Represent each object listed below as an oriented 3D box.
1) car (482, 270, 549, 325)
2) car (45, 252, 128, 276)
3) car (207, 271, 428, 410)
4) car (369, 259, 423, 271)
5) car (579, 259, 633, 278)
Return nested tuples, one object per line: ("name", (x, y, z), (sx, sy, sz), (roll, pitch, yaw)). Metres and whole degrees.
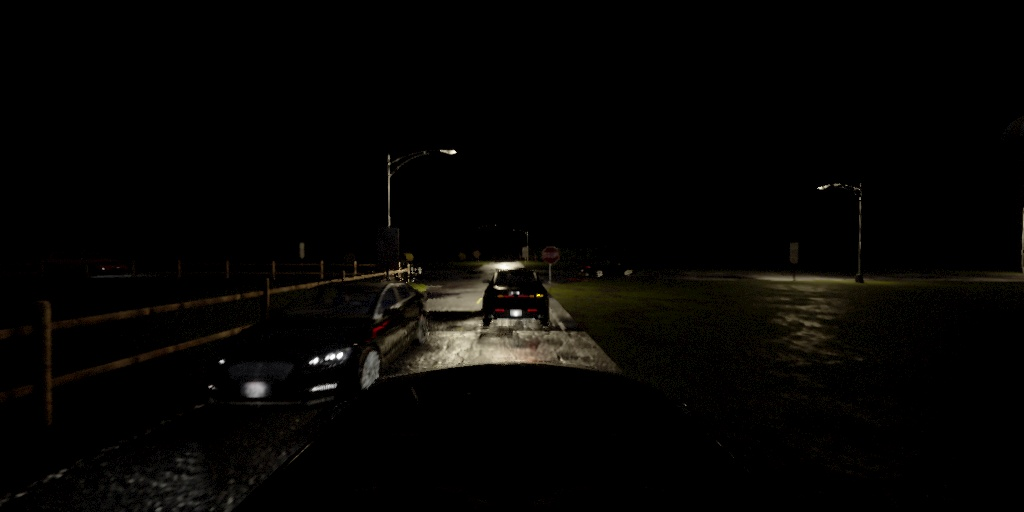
("car", (0.101, 1.174, 11.494), (1.837, 1.490, 4.892), (0, 0, 0))
("car", (-37.561, 0.636, 31.685), (5.566, 2.045, 2.150), (0, 1, 0))
("car", (-2.850, 1.202, 6.435), (2.128, 1.511, 4.902), (0, 0, 0))
("car", (-9.795, 1.008, 30.346), (4.902, 1.511, 2.128), (1, 1, 21))
("car", (8.125, 1.053, 30.845), (5.008, 1.535, 1.882), (0, 0, -24))
